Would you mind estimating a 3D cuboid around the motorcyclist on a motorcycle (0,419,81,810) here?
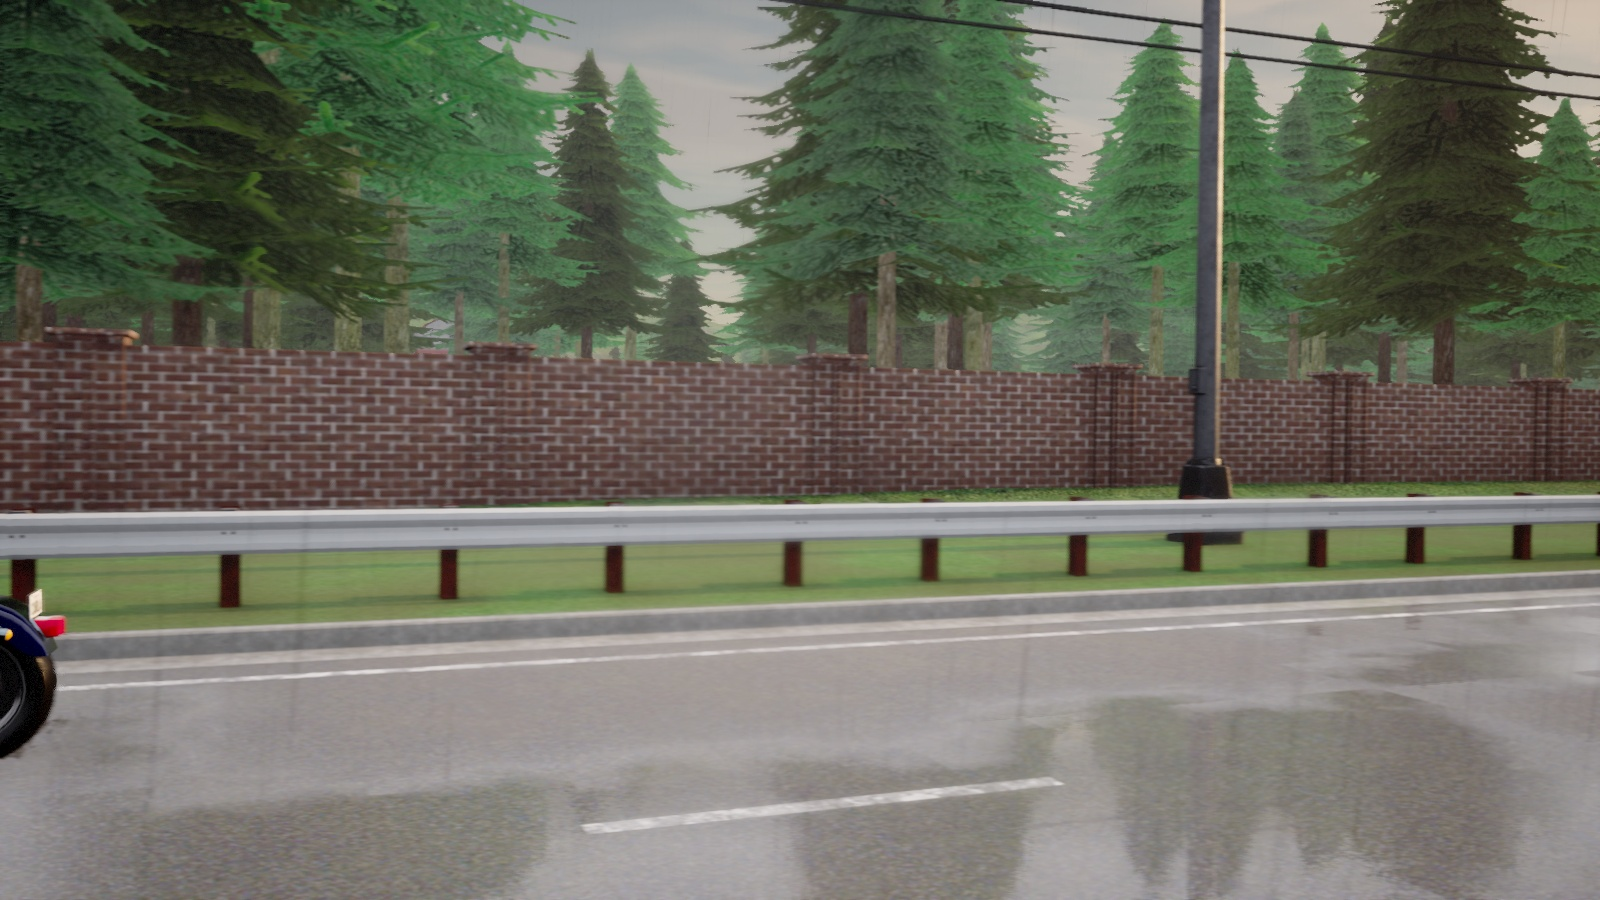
[{"bbox_3d":[-4.456,0.711,5.291,2.350,1.649,0.766,-1,1,-21],"label":"motorcyclist on a motorcycle"}]
